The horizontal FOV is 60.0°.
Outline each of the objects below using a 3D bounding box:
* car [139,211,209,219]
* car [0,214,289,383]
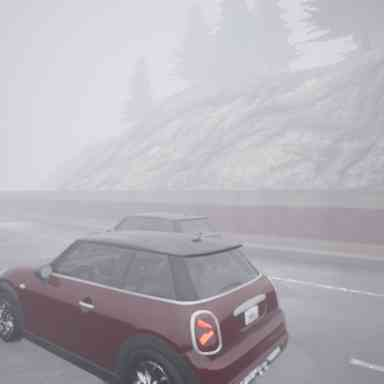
[{"bbox_3d":[-1.246,1.372,9.511,4.553,1.767,2.097,0,0,38],"label":"car"},{"bbox_3d":[-1.040,1.362,4.926,4.553,1.767,2.097,0,0,37],"label":"car"}]
